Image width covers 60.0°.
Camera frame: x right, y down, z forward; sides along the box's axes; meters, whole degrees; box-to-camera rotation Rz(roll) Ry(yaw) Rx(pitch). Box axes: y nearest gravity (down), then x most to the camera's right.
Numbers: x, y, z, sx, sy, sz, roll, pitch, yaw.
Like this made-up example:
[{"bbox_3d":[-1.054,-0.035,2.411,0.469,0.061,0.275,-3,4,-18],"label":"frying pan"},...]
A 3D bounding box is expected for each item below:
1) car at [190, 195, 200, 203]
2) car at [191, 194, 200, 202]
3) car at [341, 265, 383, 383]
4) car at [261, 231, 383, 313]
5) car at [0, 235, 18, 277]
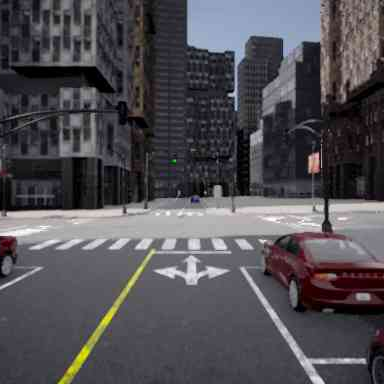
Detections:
[{"bbox_3d":[0.651,1.667,71.407,1.882,1.535,5.008,0,0,1],"label":"car"},{"bbox_3d":[0.806,1.463,81.831,2.097,1.767,4.553,0,0,1],"label":"car"},{"bbox_3d":[2.770,1.587,1.989,1.802,1.307,4.206,1,0,0],"label":"car"},{"bbox_3d":[2.765,1.561,7.598,1.887,1.381,4.507,1,0,0],"label":"car"},{"bbox_3d":[-5.760,1.560,7.591,1.887,1.381,4.507,1,0,0],"label":"car"}]
